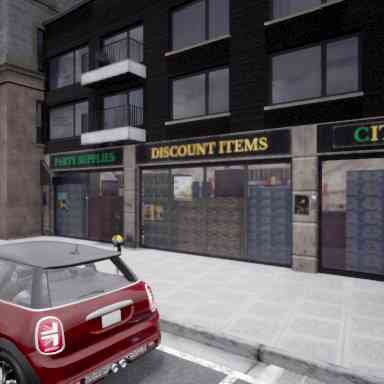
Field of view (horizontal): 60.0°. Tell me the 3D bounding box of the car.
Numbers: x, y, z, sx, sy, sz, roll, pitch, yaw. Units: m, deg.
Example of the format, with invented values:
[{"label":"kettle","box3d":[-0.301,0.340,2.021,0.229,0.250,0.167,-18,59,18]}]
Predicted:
[{"label":"car","box3d":[-2.477,1.440,4.848,4.097,1.590,1.967,0,0,36]}]
